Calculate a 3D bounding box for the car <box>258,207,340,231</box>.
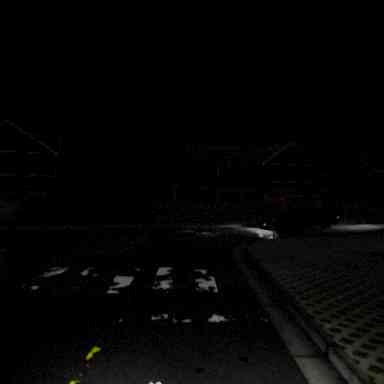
[{"bbox_3d":[6.990,1.659,21.531,5.357,1.411,2.033,1,0,-21],"label":"car"}]
